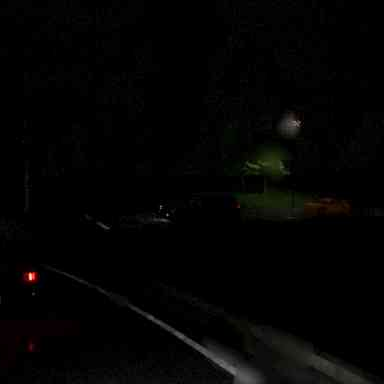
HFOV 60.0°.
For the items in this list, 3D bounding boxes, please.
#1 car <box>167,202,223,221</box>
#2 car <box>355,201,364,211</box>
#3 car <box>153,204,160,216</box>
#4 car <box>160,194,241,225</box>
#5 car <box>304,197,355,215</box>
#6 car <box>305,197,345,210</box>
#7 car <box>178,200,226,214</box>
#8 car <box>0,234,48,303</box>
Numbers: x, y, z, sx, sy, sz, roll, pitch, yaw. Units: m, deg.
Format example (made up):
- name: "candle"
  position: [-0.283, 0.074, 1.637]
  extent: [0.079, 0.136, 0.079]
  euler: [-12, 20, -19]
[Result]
- name: "car"
  position: [0.254, 1.541, 27.522]
  extent: [4.181, 1.385, 1.994]
  euler: [0, 0, -24]
- name: "car"
  position: [17.908, 1.569, 39.223]
  extent: [4.718, 1.301, 1.895]
  euler: [0, 0, -24]
- name: "car"
  position: [-1.295, 1.326, 30.661]
  extent: [4.553, 1.767, 2.097]
  euler: [0, 0, -24]
- name: "car"
  position: [0.836, 1.201, 23.946]
  extent: [5.566, 2.045, 2.150]
  euler: [0, 0, -24]
- name: "car"
  position: [13.544, 1.451, 33.449]
  extent: [5.008, 1.535, 1.882]
  euler: [0, 0, -24]
- name: "car"
  position: [17.084, 1.443, 42.684]
  extent: [5.008, 1.535, 1.882]
  euler: [0, 0, -24]
- name: "car"
  position: [1.066, 1.571, 35.551]
  extent: [4.718, 1.301, 1.895]
  euler: [0, 0, -24]
- name: "car"
  position: [-4.969, 1.594, 7.376]
  extent: [1.895, 1.301, 4.718]
  euler: [0, 0, -43]
